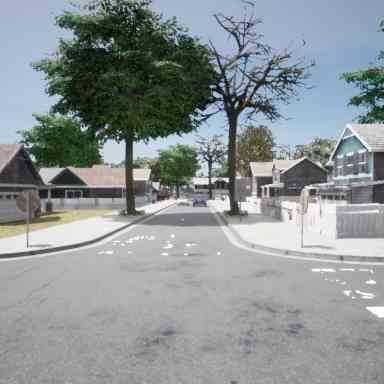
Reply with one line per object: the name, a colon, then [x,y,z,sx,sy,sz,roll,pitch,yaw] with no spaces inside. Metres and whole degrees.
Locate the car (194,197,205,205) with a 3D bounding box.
car: [1.413,1.556,61.473,1.994,1.385,4.181,0,0,1]

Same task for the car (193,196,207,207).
car: [1.181,1.346,51.410,2.097,1.767,4.553,0,0,1]

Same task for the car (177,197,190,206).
car: [-1.480,1.519,55.289,1.812,1.442,4.674,0,0,1]
